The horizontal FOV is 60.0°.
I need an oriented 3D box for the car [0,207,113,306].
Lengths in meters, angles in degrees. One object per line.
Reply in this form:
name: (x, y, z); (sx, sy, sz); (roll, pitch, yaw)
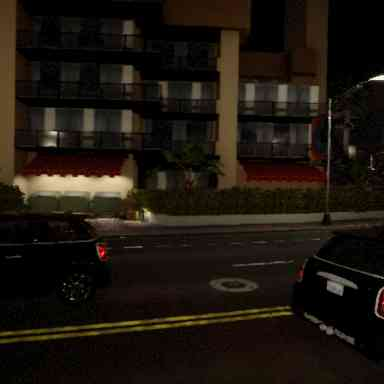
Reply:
car: (-3.926, 1.185, 6.686); (4.553, 1.767, 2.097); (1, 1, -15)

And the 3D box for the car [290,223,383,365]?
car: (3.935, 1.347, 5.184); (4.553, 1.767, 2.097); (1, 1, -19)
